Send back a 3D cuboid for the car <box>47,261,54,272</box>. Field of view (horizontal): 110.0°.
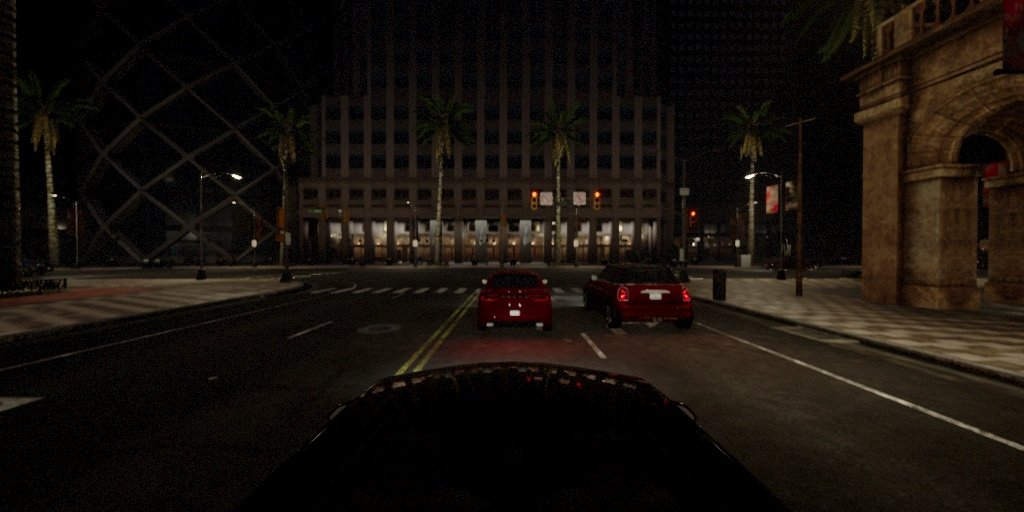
[{"bbox_3d":[-41.037,0.693,28.545,5.566,2.045,2.150,0,0,-29],"label":"car"}]

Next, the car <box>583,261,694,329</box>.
[{"bbox_3d":[3.583,1.006,11.043,2.097,1.767,4.553,0,1,0],"label":"car"}]

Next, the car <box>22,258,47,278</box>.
[{"bbox_3d":[-38.045,0.851,26.026,4.553,1.767,2.097,0,1,-28],"label":"car"}]

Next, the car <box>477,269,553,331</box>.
[{"bbox_3d":[0.081,1.135,10.705,1.882,1.535,5.008,0,1,0],"label":"car"}]

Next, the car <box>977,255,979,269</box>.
[{"bbox_3d":[47.328,0.852,39.508,4.902,1.511,2.128,0,1,1],"label":"car"}]

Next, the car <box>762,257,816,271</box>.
[{"bbox_3d":[30.242,0.885,39.593,4.674,1.442,1.812,0,1,0],"label":"car"}]

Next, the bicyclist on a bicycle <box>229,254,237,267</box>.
[{"bbox_3d":[-35.743,0.594,45.962,0.582,1.620,1.656,0,1,-12],"label":"bicyclist on a bicycle"}]
